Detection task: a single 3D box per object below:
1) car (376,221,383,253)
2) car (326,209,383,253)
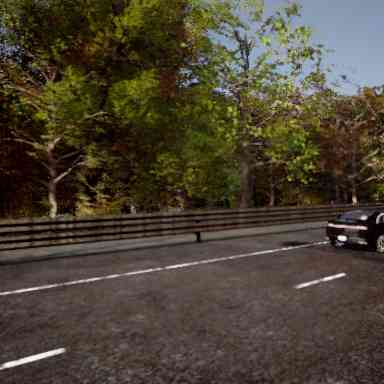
[{"bbox_3d":[7.032,1.495,8.830,4.674,1.442,1.812,0,0,-36],"label":"car"},{"bbox_3d":[7.392,1.453,13.439,4.902,1.511,2.128,0,0,-36],"label":"car"}]
